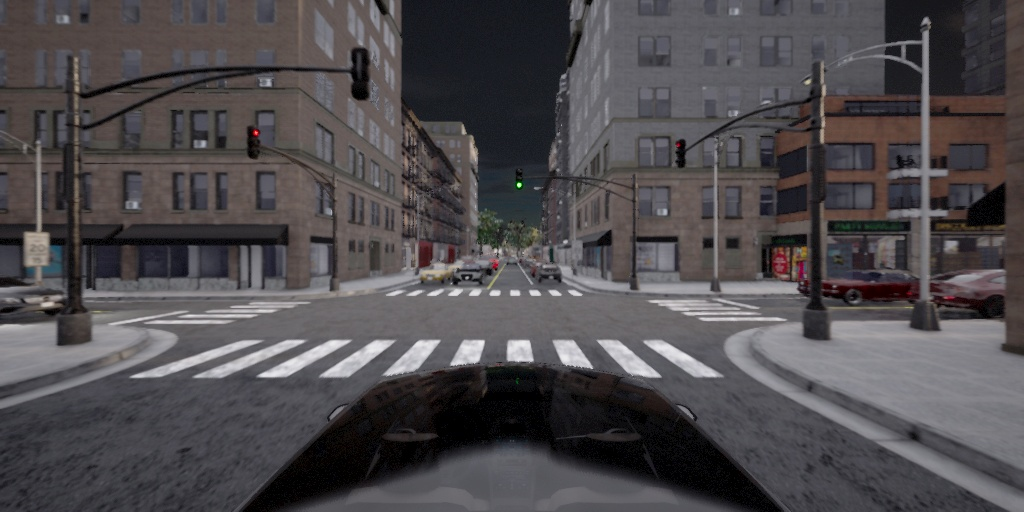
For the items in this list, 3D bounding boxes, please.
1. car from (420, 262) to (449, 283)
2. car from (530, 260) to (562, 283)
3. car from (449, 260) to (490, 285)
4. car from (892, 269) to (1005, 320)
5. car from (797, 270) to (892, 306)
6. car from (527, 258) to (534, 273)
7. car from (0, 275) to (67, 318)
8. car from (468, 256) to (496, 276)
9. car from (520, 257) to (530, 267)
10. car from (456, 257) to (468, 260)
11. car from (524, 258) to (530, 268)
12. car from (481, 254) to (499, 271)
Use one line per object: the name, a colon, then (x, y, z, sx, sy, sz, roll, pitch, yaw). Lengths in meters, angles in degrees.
car: (-5.426, 1.154, 26.108, 1.751, 1.417, 4.829, 0, 0, 0)
car: (2.627, 1.179, 26.281, 2.007, 1.370, 4.403, 0, 0, 0)
car: (-2.870, 1.199, 25.003, 1.994, 1.385, 4.181, 0, 0, 0)
car: (15.402, 1.146, 11.376, 4.674, 1.442, 1.812, 0, 0, -1)
car: (14.355, 1.216, 14.432, 4.718, 1.301, 1.895, 0, 0, -3)
car: (2.625, 1.147, 31.763, 1.888, 1.381, 4.507, 0, 0, 0)
car: (-17.124, 1.296, 11.426, 4.674, 1.442, 1.812, 0, 0, 0)
car: (-2.859, 1.063, 35.019, 1.882, 1.535, 5.008, 0, 0, 0)
car: (2.616, 1.046, 53.690, 2.007, 1.370, 4.403, 0, 0, 0)
car: (-5.427, 1.100, 37.071, 1.751, 1.417, 4.829, 0, 0, 0)
car: (2.622, 1.125, 37.244, 2.007, 1.370, 4.403, 0, 0, 0)
car: (-2.845, 0.758, 45.252, 2.150, 2.045, 5.566, 0, 0, 0)
